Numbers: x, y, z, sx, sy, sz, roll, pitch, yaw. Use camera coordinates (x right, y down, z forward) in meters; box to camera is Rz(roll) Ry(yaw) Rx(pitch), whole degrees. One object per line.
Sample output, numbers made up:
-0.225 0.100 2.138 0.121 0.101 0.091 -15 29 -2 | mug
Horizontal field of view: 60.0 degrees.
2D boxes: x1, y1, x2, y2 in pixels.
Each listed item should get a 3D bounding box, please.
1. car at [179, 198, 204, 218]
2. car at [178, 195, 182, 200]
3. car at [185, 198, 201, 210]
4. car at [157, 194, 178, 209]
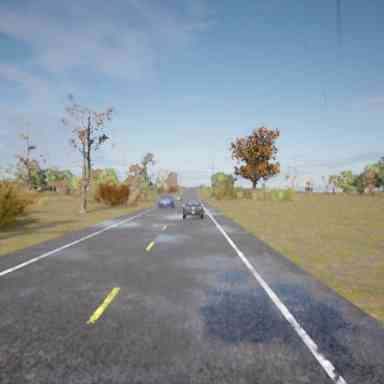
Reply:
0.111 1.520 30.318 2.128 1.511 4.902 0 0 0 | car
-3.470 1.577 87.511 2.128 1.511 4.902 0 0 0 | car
0.115 1.601 44.785 1.994 1.385 4.181 0 0 0 | car
-3.565 1.260 47.009 2.150 2.045 5.566 0 0 0 | car
